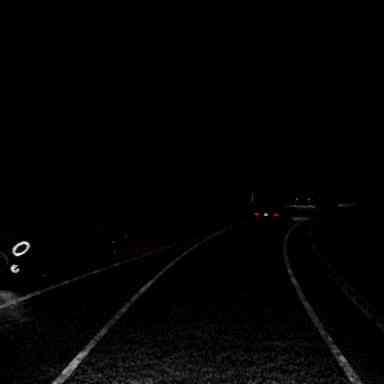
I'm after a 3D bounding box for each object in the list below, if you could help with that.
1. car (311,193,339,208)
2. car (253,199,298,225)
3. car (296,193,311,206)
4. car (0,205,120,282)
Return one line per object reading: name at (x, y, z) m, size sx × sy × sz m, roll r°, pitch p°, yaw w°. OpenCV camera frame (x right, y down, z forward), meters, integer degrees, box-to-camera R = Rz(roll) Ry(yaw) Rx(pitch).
car at (16.203, 1.072, 39.662) m, size 2.128 × 1.511 × 4.902 m, roll -1°, pitch 1°, yaw 34°
car at (5.664, 1.425, 22.821) m, size 2.033 × 1.411 × 5.357 m, roll 0°, pitch 0°, yaw 26°
car at (15.717, 0.876, 45.627) m, size 2.097 × 1.767 × 4.553 m, roll -1°, pitch 1°, yaw 34°
car at (-4.101, 1.330, 9.887) m, size 2.097 × 1.767 × 4.553 m, roll 0°, pitch 0°, yaw 21°
